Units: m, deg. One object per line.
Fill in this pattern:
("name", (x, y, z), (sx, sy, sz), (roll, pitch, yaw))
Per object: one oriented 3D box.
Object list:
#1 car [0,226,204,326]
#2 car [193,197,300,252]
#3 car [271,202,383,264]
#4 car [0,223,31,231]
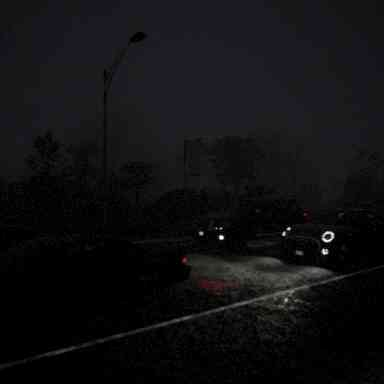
("car", (-2.522, 1.552, 6.526), (5.357, 1.411, 2.033), (0, 0, -38))
("car", (2.628, 1.249, 14.400), (5.566, 2.045, 2.150), (0, 0, -35))
("car", (5.282, 1.381, 11.998), (4.553, 1.767, 2.097), (0, 0, -35))
("car", (-5.545, 1.550, 8.625), (5.357, 1.411, 2.033), (0, 0, -35))
